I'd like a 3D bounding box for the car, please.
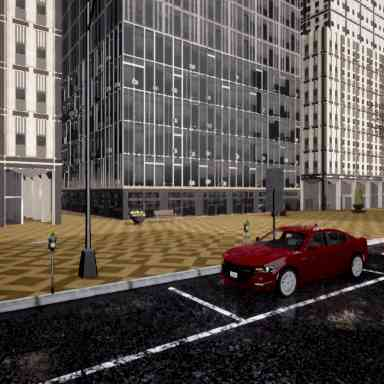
[{"bbox_3d":[2.730,1.545,8.516,4.507,1.381,1.887,0,0,-36],"label":"car"}]
